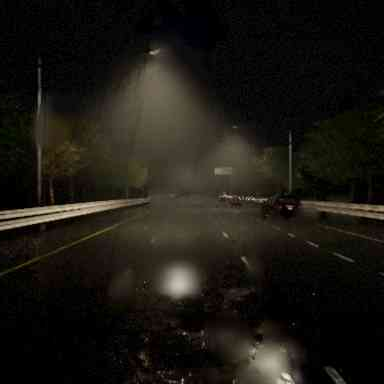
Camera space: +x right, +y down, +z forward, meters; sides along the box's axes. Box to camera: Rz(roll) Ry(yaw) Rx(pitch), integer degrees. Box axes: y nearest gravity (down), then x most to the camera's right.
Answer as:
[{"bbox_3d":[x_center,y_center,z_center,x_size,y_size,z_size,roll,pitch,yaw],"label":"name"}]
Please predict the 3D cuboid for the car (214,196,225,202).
[{"bbox_3d":[7.392,1.780,83.919,2.033,1.411,5.357,0,0,1],"label":"car"}]

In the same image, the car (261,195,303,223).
[{"bbox_3d":[7.039,1.279,26.450,2.150,2.045,5.566,0,0,0],"label":"car"}]

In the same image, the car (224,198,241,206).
[{"bbox_3d":[7.181,1.700,56.758,2.033,1.411,5.357,0,0,0],"label":"car"}]
